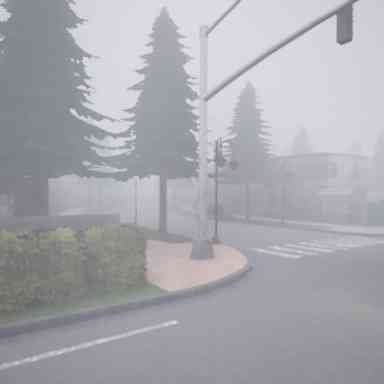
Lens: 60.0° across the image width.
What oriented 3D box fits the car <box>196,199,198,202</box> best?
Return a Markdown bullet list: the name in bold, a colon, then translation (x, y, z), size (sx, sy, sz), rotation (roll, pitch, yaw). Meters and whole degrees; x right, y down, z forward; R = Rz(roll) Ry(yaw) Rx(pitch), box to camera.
- **car**: translation (3.192, 2.180, 89.616), size (1.895, 1.301, 4.718), rotation (0, 0, 36)
